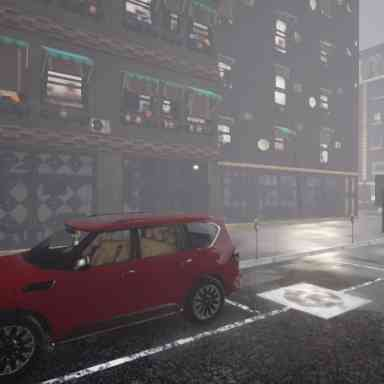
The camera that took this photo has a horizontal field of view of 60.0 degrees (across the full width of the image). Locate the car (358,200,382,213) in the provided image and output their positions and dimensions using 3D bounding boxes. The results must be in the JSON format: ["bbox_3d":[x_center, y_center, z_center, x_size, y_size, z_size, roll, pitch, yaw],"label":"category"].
[{"bbox_3d":[20.139,1.538,37.349,1.887,1.381,4.507,1,0,-36],"label":"car"}]

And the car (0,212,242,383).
[{"bbox_3d":[-1.383,1.316,5.569,5.009,1.841,2.192,0,1,-36],"label":"car"}]
